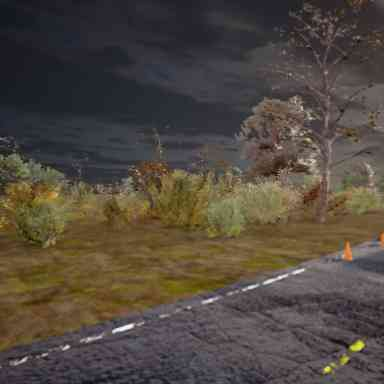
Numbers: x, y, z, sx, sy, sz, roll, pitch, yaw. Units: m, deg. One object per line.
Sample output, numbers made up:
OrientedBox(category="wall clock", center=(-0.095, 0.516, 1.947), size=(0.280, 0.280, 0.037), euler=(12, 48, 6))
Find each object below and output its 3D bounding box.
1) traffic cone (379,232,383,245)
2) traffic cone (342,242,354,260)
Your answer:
OrientedBox(category="traffic cone", center=(9.077, 2.205, 15.769), size=(0.340, 0.580, 0.340), euler=(0, -1, 42))
OrientedBox(category="traffic cone", center=(5.702, 2.140, 12.151), size=(0.340, 0.580, 0.340), euler=(0, -1, 44))
